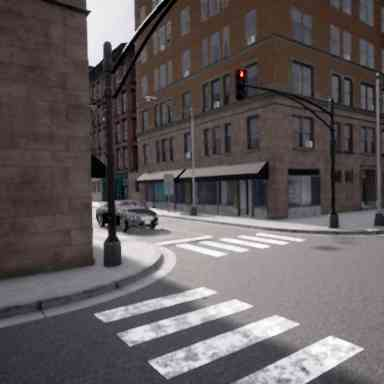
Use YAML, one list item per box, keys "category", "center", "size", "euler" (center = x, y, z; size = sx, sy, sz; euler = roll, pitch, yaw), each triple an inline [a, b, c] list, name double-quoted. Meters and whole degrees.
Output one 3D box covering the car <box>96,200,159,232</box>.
- category: "car"
  center: [-3.631, 1.198, 18.148]
  size: [2.128, 1.511, 4.902]
  euler: [-2, 1, -37]
